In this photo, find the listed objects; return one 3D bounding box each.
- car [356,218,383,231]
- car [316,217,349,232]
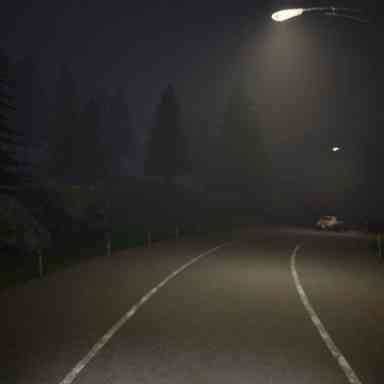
[{"bbox_3d":[21.474,3.857,39.733,4.902,1.511,2.128,5,-2,-37],"label":"car"},{"bbox_3d":[13.820,3.155,32.708,1.812,1.442,4.674,1,-3,43],"label":"car"}]
